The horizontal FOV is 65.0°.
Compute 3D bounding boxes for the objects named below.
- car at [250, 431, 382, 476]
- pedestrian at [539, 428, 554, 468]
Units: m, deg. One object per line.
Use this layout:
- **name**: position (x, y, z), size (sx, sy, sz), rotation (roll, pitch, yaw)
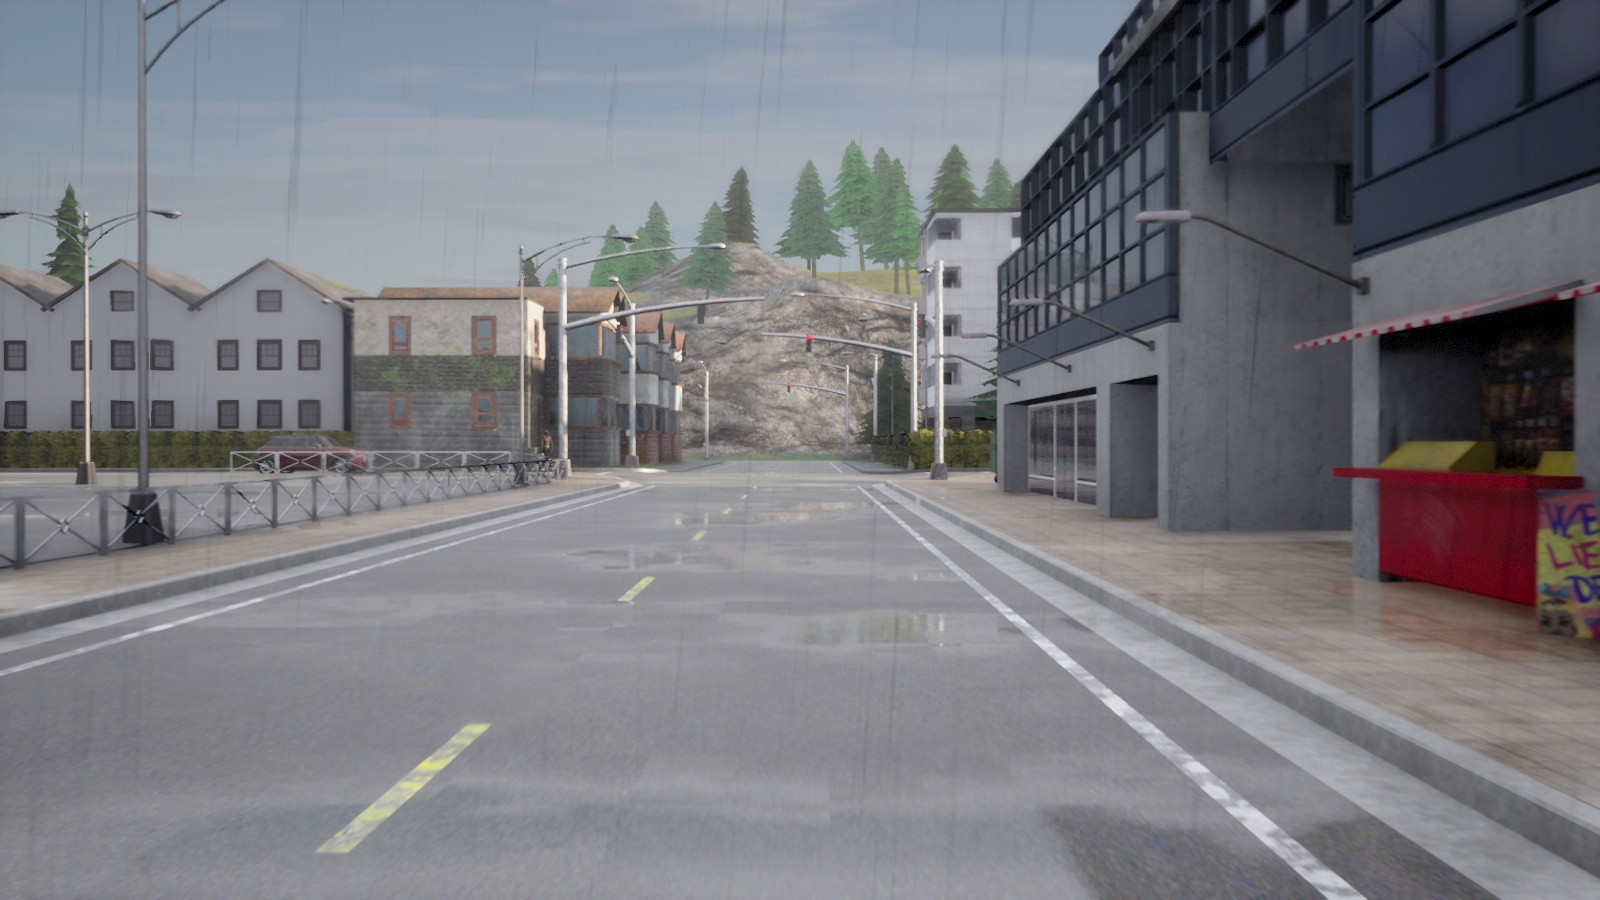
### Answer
- **car**: position (-19.557, 0.126, 50.878), size (4.553, 1.767, 2.097), rotation (0, 0, 0)
- **pedestrian**: position (-11.577, -0.105, 57.247), size (0.328, 1.805, 0.869), rotation (0, 0, -37)
